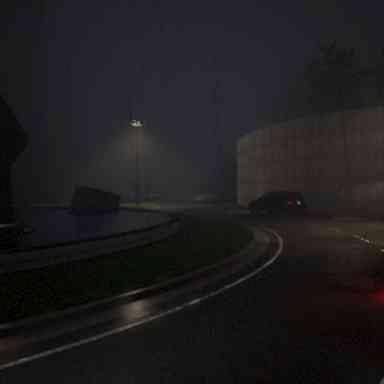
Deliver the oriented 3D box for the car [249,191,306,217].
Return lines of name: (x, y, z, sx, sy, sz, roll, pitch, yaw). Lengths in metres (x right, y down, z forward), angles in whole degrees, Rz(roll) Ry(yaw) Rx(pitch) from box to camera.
car: (7.104, 0.930, 28.154, 2.150, 2.045, 5.566, 0, 0, -26)
